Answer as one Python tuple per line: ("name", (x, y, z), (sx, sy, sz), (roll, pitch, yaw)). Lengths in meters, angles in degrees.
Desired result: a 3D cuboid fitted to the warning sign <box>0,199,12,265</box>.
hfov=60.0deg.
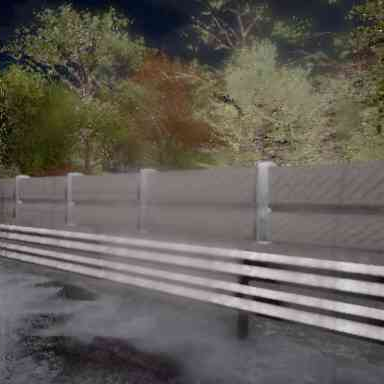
("warning sign", (-6.073, 1.141, 9.488), (1.060, 1.860, 1.300), (0, 0, 35))
